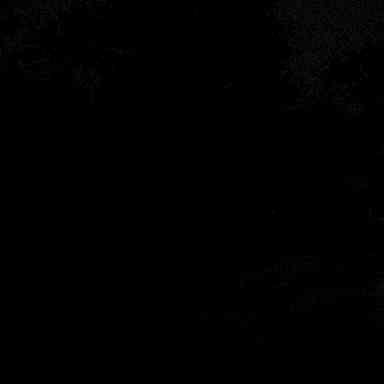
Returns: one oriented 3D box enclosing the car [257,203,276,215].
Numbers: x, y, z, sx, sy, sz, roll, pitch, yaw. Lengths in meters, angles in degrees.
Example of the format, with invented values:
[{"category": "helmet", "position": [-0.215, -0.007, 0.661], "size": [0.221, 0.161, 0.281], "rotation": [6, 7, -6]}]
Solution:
[{"category": "car", "position": [6.214, 1.676, 34.809], "size": [4.718, 1.301, 1.895], "rotation": [1, 0, 27]}]
